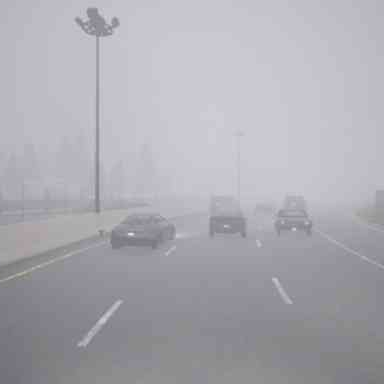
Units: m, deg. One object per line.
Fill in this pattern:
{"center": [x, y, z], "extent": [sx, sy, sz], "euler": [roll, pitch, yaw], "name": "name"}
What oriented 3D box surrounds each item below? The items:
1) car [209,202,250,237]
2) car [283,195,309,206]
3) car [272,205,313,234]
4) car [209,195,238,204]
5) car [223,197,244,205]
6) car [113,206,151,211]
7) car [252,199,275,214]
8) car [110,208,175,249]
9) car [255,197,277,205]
{"center": [2.197, 1.565, 18.905], "extent": [1.882, 1.535, 5.008], "euler": [0, 0, 12], "name": "car"}
{"center": [11.026, 1.384, 35.276], "extent": [2.150, 2.045, 5.566], "euler": [0, -1, 23], "name": "car"}
{"center": [5.963, 1.694, 19.916], "extent": [1.895, 1.301, 4.718], "euler": [0, 0, 13], "name": "car"}
{"center": [3.542, 1.383, 35.481], "extent": [2.150, 2.045, 5.566], "euler": [0, -1, 22], "name": "car"}
{"center": [8.977, 1.848, 71.408], "extent": [2.128, 1.511, 4.902], "euler": [0, 0, 39], "name": "car"}
{"center": [-5.314, 1.694, 32.206], "extent": [2.033, 1.411, 5.357], "euler": [0, 0, 18], "name": "car"}
{"center": [8.278, 1.701, 37.622], "extent": [1.812, 1.442, 4.674], "euler": [0, -1, 24], "name": "car"}
{"center": [-2.070, 1.633, 14.987], "extent": [1.994, 1.385, 4.181], "euler": [0, 0, 9], "name": "car"}
{"center": [15.119, 1.849, 67.809], "extent": [2.033, 1.411, 5.357], "euler": [0, 0, 39], "name": "car"}
